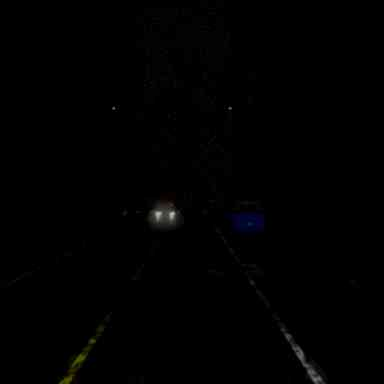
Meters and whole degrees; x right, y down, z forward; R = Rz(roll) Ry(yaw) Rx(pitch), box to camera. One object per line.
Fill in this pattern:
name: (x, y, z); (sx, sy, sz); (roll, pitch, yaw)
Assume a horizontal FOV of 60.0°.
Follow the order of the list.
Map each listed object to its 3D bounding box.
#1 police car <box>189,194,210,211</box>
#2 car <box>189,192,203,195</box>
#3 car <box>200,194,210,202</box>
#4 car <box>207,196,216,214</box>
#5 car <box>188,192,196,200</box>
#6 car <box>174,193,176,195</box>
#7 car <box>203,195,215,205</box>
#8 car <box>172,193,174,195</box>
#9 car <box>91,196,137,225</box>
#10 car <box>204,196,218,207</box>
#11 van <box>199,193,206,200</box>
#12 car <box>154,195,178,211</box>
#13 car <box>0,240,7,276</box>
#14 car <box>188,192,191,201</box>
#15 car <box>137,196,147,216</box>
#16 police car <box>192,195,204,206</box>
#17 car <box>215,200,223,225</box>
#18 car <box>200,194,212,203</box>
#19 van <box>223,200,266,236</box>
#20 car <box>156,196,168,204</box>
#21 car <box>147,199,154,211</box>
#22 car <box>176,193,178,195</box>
police car: (0.910, 1.394, 39.564); (1.930, 1.638, 5.238); (0, 0, 0)
car: (0.912, 1.307, 49.425); (2.097, 1.767, 4.553); (0, 0, 0)
car: (2.878, 1.271, 74.616); (2.192, 1.841, 5.009); (0, 0, 0)
car: (2.875, 1.501, 35.343); (1.752, 1.417, 4.829); (0, 0, 1)
car: (0.023, 1.009, 88.364); (2.150, 2.045, 5.566); (0, 0, 0)
car: (-5.646, 1.505, 80.271); (1.887, 1.381, 4.507); (0, 0, 0)
car: (2.874, 1.390, 57.698); (1.967, 1.590, 4.097); (0, 0, 0)
car: (-5.648, 1.396, 74.633); (1.967, 1.590, 4.097); (0, 0, 0)
car: (-5.661, 1.307, 23.883); (2.192, 1.841, 5.009); (0, 0, 0)
car: (2.872, 1.393, 52.059); (1.967, 1.590, 4.097); (0, 0, 0)
van: (2.882, 1.311, 91.536); (1.690, 1.788, 3.998); (0, 0, 0)
car: (-3.086, 1.446, 39.806); (1.882, 1.535, 5.008); (0, 0, 0)
car: (-5.666, 1.552, 6.964); (2.008, 1.369, 4.403); (0, 0, 0)
car: (0.021, 1.293, 72.789); (1.812, 1.442, 4.674); (0, 0, 0)
car: (-5.659, 1.300, 29.523); (2.192, 1.841, 5.009); (0, 0, 0)
police car: (0.914, 1.376, 55.565); (1.930, 1.638, 5.238); (0, 0, 0)
car: (2.866, 1.518, 24.030); (1.752, 1.417, 4.829); (0, 0, 0)
car: (2.876, 1.267, 68.978); (2.192, 1.841, 5.009); (0, 0, 0)
van: (2.863, 1.339, 18.218); (1.690, 1.788, 3.998); (0, 0, 0)
car: (-5.651, 1.515, 63.354); (1.947, 1.339, 4.313); (0, 0, 0)
car: (-5.657, 1.493, 40.591); (1.752, 1.417, 4.829); (0, 0, 1)
car: (-5.643, 1.551, 91.550); (1.802, 1.307, 4.206); (0, 0, 0)
